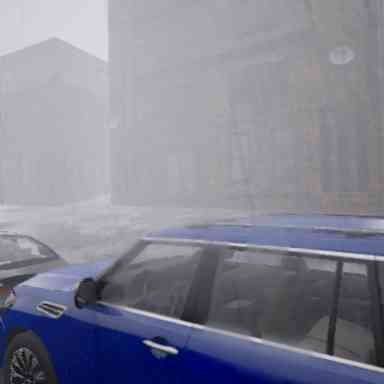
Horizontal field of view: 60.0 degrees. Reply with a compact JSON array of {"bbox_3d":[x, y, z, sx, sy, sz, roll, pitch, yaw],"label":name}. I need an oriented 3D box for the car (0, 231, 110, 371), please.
[{"bbox_3d":[-4.084,1.472,6.139,4.892,1.521,2.231,0,0,35],"label":"car"}]
